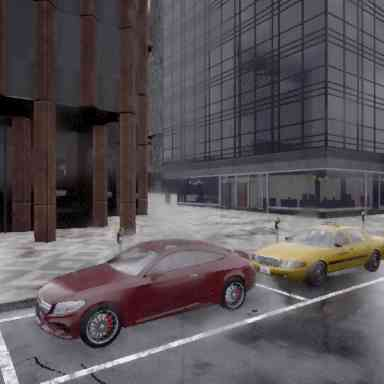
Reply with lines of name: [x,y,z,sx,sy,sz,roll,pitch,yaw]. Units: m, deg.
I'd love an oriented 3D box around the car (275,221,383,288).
car: [3.687,1.526,9.263,4.829,1.417,1.752,0,0,-35]

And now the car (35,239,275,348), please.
car: [-0.606,1.582,6.211,4.206,1.307,1.802,0,0,-35]
